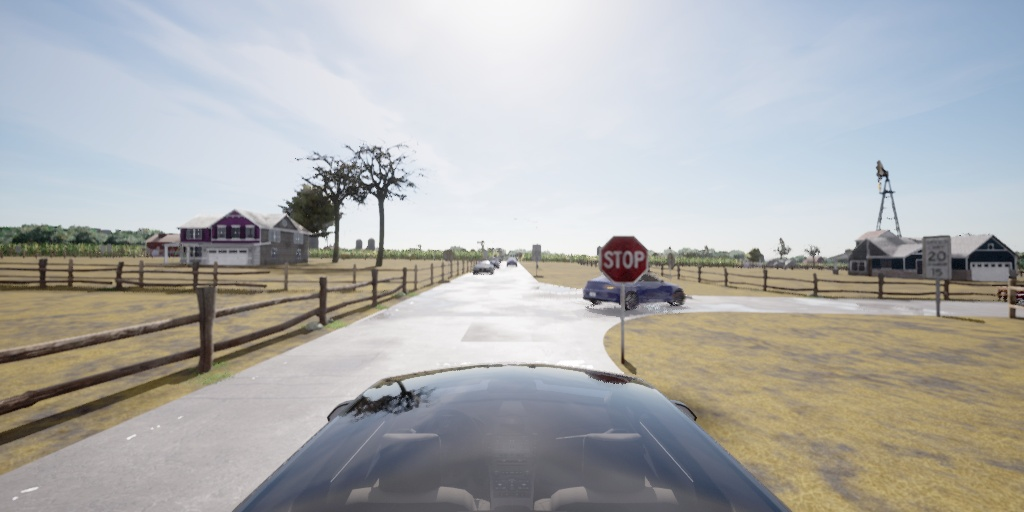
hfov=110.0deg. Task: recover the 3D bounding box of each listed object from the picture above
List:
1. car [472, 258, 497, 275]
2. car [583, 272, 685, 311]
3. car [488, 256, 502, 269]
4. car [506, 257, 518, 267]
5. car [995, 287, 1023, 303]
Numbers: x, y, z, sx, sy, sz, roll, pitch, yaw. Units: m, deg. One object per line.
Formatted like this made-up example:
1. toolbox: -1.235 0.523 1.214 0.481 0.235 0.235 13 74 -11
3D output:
1. car: -2.855 1.185 36.723 1.994 1.385 4.181 0 0 0
2. car: 4.944 1.309 14.427 4.674 1.442 1.812 2 -2 -32
3. car: -2.849 0.950 51.237 2.097 1.767 4.553 0 0 0
4. car: -0.014 1.116 62.439 1.812 1.442 4.674 0 0 0
5. car: 28.142 1.930 18.356 4.718 1.301 1.895 1 -1 0
